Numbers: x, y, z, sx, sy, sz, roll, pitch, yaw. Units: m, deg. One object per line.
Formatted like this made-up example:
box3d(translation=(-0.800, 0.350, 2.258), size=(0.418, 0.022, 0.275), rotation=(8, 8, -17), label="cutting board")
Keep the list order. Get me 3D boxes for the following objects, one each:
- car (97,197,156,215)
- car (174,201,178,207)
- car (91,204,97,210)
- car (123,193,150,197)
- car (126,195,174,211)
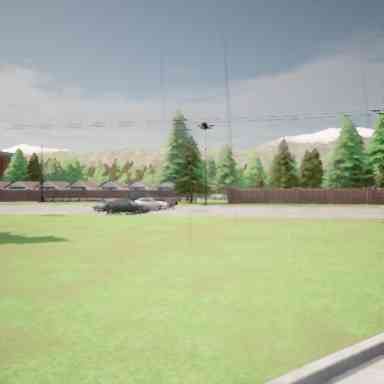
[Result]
box3d(translation=(-6.189, 1.428, 31.650), size=(4.674, 1.442, 1.812), rotation=(0, 0, 11), label="car")
box3d(translation=(-3.962, 1.416, 45.474), size=(4.181, 1.385, 1.994), rotation=(0, 0, 11), label="car")
box3d(translation=(-8.167, 1.493, 35.592), size=(4.718, 1.301, 1.895), rotation=(0, 0, 11), label="car")
box3d(translation=(-6.203, 1.087, 42.338), size=(5.566, 2.045, 2.150), rotation=(0, 0, 11), label="car")
box3d(translation=(-4.879, 1.403, 38.527), size=(4.674, 1.442, 1.812), rotation=(0, 0, 11), label="car")
